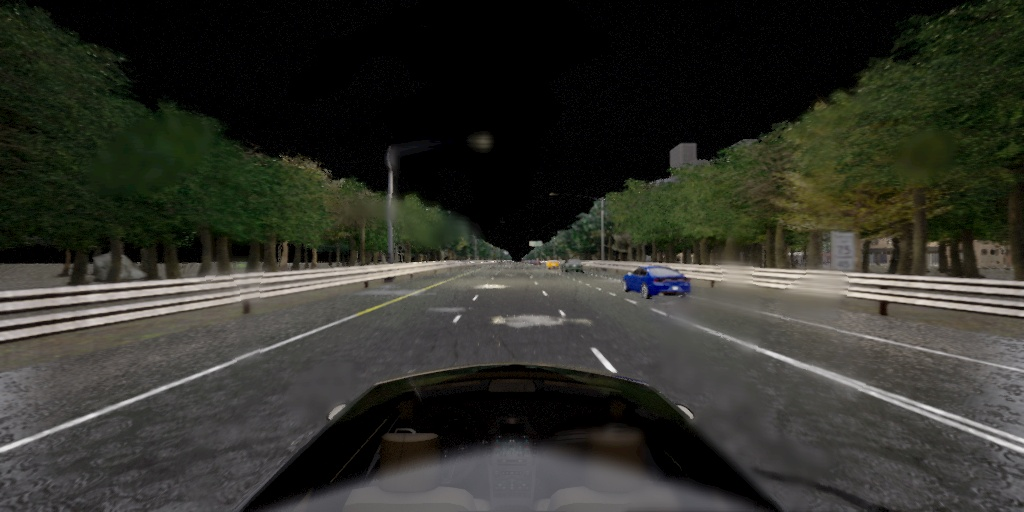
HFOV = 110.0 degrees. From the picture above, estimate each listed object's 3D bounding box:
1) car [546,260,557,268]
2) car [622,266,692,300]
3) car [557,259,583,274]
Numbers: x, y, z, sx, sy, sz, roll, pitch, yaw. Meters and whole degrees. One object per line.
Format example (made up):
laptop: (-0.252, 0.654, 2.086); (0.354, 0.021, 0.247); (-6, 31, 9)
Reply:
car: (7.131, 1.405, 63.232); (1.882, 1.535, 5.008); (0, -1, 0)
car: (7.013, 1.230, 17.894); (1.882, 1.535, 5.008); (0, 0, 0)
car: (7.045, 1.135, 42.591); (2.097, 1.767, 4.553); (0, 0, 0)
